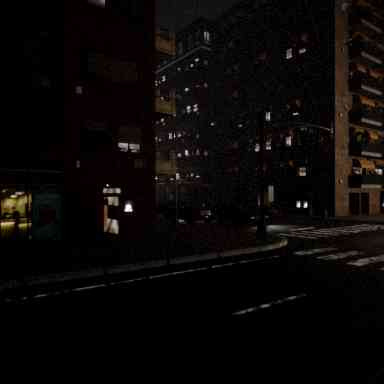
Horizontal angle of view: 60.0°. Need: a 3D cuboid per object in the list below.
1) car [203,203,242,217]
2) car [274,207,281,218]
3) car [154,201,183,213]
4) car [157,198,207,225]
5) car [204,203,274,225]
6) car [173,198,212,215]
[{"bbox_3d":[3.310,1.899,36.639,1.947,1.339,4.313,-1,0,-36],"label":"car"},{"bbox_3d":[6.605,1.844,32.151,1.802,1.307,4.206,-1,0,-36],"label":"car"},{"bbox_3d":[-3.280,2.025,45.615,2.008,1.369,4.403,-1,0,-36],"label":"car"},{"bbox_3d":[-0.390,1.586,27.061,2.192,1.841,5.009,-1,0,-36],"label":"car"},{"bbox_3d":[3.580,1.779,26.346,2.033,1.411,5.357,0,-1,-34],"label":"car"},{"bbox_3d":[0.010,1.718,41.128,2.192,1.841,5.009,-1,0,-36],"label":"car"}]
